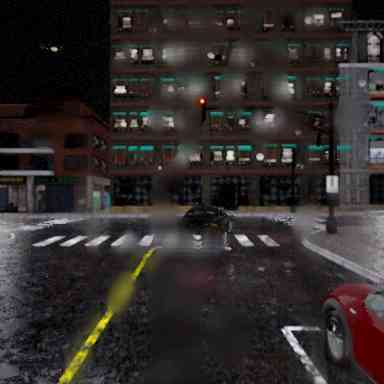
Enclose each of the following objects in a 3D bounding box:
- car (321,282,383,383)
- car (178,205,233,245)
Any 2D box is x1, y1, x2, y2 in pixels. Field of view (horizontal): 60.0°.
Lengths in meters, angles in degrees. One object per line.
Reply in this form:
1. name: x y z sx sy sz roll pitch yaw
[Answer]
1. car: 2.751 1.421 3.021 1.967 1.590 4.097 1 0 0
2. car: 0.696 1.363 14.963 1.837 1.490 4.892 -1 2 12
